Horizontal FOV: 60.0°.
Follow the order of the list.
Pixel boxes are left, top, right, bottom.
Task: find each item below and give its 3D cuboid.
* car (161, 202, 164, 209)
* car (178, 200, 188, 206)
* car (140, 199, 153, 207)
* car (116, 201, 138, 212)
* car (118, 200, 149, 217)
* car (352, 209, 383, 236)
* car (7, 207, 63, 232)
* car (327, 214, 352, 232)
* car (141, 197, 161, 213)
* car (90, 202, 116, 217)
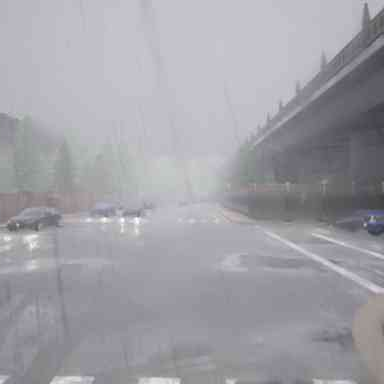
[{"bbox_3d":[-5.891,2.202,56.375,1.994,1.385,4.181,0,-1,2],"label":"car"},{"bbox_3d":[-1.993,2.399,74.779,1.994,1.385,4.181,0,-1,4],"label":"car"},{"bbox_3d":[-9.165,2.265,67.119,1.837,1.490,4.892,0,-1,1],"label":"car"},{"bbox_3d":[-9.566,2.105,49.299,2.033,1.411,5.357,0,-1,1],"label":"car"},{"bbox_3d":[-6.315,1.919,36.551,1.837,1.490,4.892,0,-1,1],"label":"car"},{"bbox_3d":[12.103,1.427,17.931,5.566,2.045,2.150,0,-1,1],"label":"car"},{"bbox_3d":[-10.185,1.756,21.995,1.837,1.490,4.892,0,-1,2],"label":"car"},{"bbox_3d":[11.642,1.792,21.430,5.357,1.411,2.033,0,-1,1],"label":"car"},{"bbox_3d":[-6.128,1.747,46.407,2.150,2.045,5.566,0,-1,1],"label":"car"},{"bbox_3d":[-9.815,1.896,36.969,1.882,1.535,5.008,0,-1,1],"label":"car"}]
